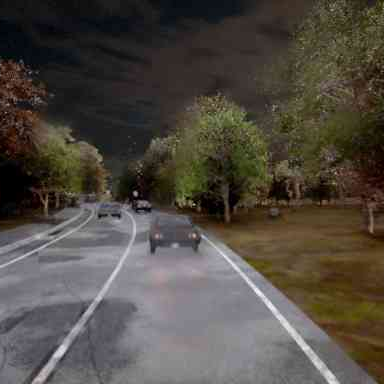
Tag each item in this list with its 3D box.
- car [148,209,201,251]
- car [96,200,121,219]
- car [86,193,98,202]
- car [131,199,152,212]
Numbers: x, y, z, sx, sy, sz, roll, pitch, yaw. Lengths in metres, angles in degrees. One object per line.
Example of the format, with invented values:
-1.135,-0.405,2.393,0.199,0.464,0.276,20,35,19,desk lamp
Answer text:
-0.839,1.619,14.111,1.895,1.301,4.718,0,0,-6,car
-7.114,1.570,28.881,1.895,1.301,4.718,1,0,-13,car
-20.553,1.142,68.269,2.097,1.767,4.553,2,0,-21,car
-5.894,1.568,38.511,2.033,1.411,5.357,1,0,-17,car
